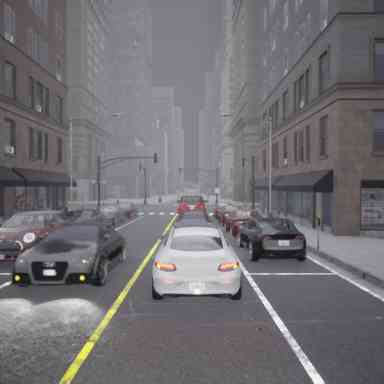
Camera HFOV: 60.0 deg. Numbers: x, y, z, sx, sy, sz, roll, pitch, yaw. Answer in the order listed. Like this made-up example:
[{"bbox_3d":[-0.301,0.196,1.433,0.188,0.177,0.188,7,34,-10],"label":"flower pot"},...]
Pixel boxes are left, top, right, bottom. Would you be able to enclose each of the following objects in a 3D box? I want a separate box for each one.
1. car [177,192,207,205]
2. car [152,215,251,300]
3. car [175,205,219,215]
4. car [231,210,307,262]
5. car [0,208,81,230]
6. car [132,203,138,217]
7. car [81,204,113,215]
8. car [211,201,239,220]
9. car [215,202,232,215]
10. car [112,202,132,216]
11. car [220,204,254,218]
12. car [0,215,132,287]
[{"bbox_3d":[-0.008,1.219,26.130,2.150,2.045,5.566,0,0,0],"label":"car"},{"bbox_3d":[0.098,1.524,8.256,1.812,1.442,4.674,0,0,0],"label":"car"},{"bbox_3d":[0.092,1.562,16.743,1.994,1.385,4.181,0,0,0],"label":"car"},{"bbox_3d":[2.748,1.564,12.012,1.947,1.339,4.313,-1,0,0],"label":"car"},{"bbox_3d":[-5.778,1.438,12.010,1.967,1.590,4.097,-1,0,0],"label":"car"},{"bbox_3d":[-5.782,1.542,28.526,1.887,1.381,4.507,-1,0,0],"label":"car"},{"bbox_3d":[-5.778,1.563,17.515,1.947,1.339,4.313,-1,0,0],"label":"car"},{"bbox_3d":[2.743,1.542,28.528,1.887,1.381,4.507,-1,0,0],"label":"car"},{"bbox_3d":[2.745,1.542,23.023,1.887,1.381,4.507,-1,0,0],"label":"car"},{"bbox_3d":[-5.780,1.548,23.020,2.008,1.369,4.403,-1,0,0],"label":"car"},{"bbox_3d":[2.747,1.542,17.517,1.887,1.381,4.507,-1,0,0],"label":"car"},{"bbox_3d":[-3.097,1.562,9.218,1.994,1.385,4.181,0,0,0],"label":"car"}]
